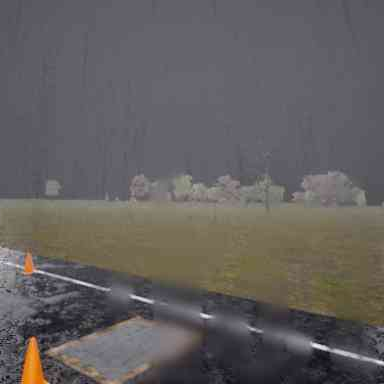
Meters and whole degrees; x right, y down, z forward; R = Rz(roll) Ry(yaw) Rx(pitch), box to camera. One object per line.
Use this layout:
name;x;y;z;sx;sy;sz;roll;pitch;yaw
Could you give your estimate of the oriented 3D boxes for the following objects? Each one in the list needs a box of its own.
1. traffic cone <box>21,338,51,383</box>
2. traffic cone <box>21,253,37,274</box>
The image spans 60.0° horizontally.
traffic cone;-1.878;2.020;3.921;0.340;0.580;0.340;0;-1;37
traffic cone;-4.865;2.108;9.927;0.340;0.580;0.340;0;-1;37
